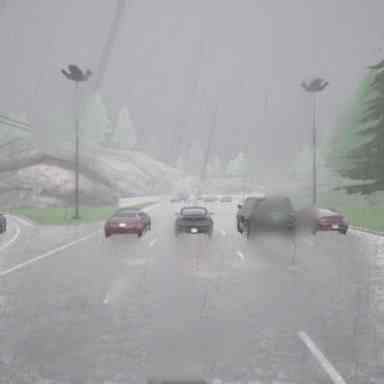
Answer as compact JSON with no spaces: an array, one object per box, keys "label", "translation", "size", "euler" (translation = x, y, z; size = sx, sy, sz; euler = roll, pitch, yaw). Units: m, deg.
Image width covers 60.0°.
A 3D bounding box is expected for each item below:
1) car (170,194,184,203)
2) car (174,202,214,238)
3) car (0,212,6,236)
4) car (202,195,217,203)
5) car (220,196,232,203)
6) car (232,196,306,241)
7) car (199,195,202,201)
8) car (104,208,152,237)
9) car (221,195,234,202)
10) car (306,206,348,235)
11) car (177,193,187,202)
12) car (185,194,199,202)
[{"label":"car","translation":[-3.474,1.577,69.690],"size":[2.033,1.411,5.357],"euler":[0,0,2]},{"label":"car","translation":[0.101,1.515,17.770],"size":[1.837,1.490,4.892],"euler":[0,0,0]},{"label":"car","translation":[-11.176,1.574,17.765],"size":[1.994,1.385,4.181],"euler":[0,0,-25]},{"label":"car","translation":[3.513,1.578,68.876],"size":[2.033,1.411,5.357],"euler":[0,0,2]},{"label":"car","translation":[7.019,1.590,69.320],"size":[1.994,1.385,4.181],"euler":[0,0,2]},{"label":"car","translation":[3.601,1.231,16.783],"size":[2.150,2.045,5.566],"euler":[0,0,0]},{"label":"car","translation":[1.456,1.437,80.020],"size":[2.033,1.411,5.357],"euler":[0,0,17]},{"label":"car","translation":[-3.399,1.574,18.266],"size":[1.994,1.385,4.181],"euler":[0,0,0]},{"label":"car","translation":[8.485,1.537,79.181],"size":[2.033,1.411,5.357],"euler":[0,0,17]},{"label":"car","translation":[7.087,1.536,18.741],"size":[1.812,1.442,4.674],"euler":[0,0,0]},{"label":"car","translation":[-2.123,1.264,80.097],"size":[2.150,2.045,5.566],"euler":[0,0,17]},{"label":"car","translation":[0.032,1.562,70.077],"size":[1.812,1.442,4.674],"euler":[0,0,2]}]
